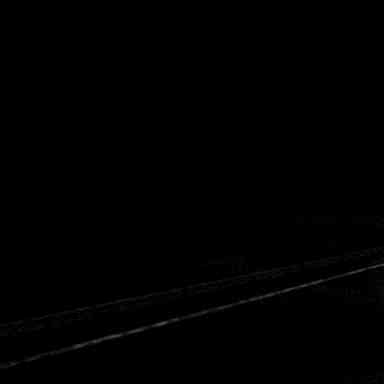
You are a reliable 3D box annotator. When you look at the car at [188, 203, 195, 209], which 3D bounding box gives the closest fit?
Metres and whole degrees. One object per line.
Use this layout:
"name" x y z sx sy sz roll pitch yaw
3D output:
"car" -1.278 2.050 53.433 4.674 1.442 1.812 -1 -1 41
